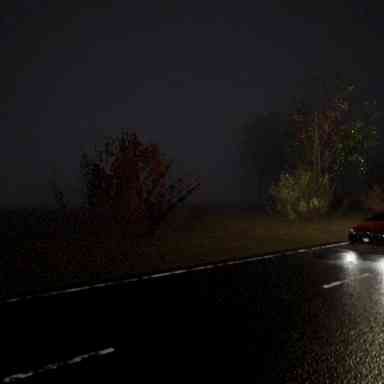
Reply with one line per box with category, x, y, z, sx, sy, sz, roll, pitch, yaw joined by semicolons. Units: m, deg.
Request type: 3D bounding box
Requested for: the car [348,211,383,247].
car;8.361;1.493;13.721;4.674;1.442;1.812;0;0;-36
